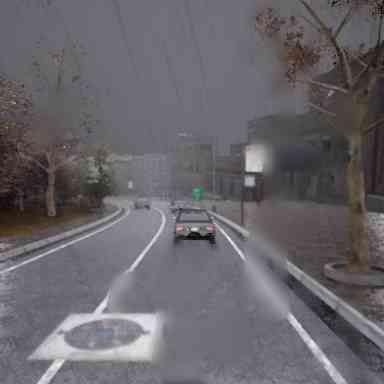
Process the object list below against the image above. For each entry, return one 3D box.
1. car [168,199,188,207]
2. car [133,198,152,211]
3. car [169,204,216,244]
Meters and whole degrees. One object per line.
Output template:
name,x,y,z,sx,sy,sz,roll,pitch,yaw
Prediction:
car,-1.403,1.446,35.149,2.033,1.411,5.357,-1,0,-8
car,-6.130,1.460,40.874,1.837,1.490,4.892,-1,0,-11
car,0.068,1.509,15.641,2.033,1.411,5.357,0,0,-1
